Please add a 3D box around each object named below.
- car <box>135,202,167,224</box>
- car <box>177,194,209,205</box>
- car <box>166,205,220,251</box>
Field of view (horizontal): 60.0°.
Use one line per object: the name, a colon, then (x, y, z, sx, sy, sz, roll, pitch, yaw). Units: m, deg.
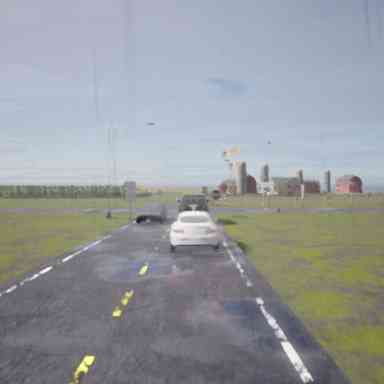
car: (-2.782, 1.459, 23.986, 2.033, 1.411, 5.357, 0, 0, 1)
car: (0.098, 1.132, 24.359, 2.150, 2.045, 5.566, 0, 0, 0)
car: (0.097, 1.474, 13.650, 1.812, 1.442, 4.674, 0, 0, 0)
